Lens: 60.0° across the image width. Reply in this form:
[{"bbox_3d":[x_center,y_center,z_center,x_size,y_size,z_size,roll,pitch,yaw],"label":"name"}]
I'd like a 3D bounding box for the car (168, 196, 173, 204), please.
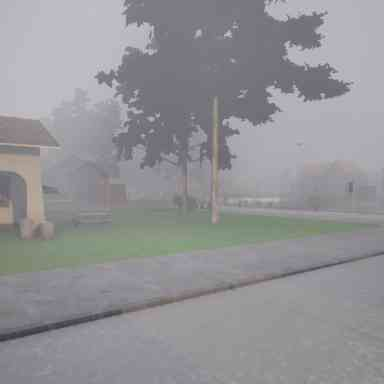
[{"bbox_3d":[-3.733,1.525,61.971,1.812,1.442,4.674,0,0,-36],"label":"car"}]
